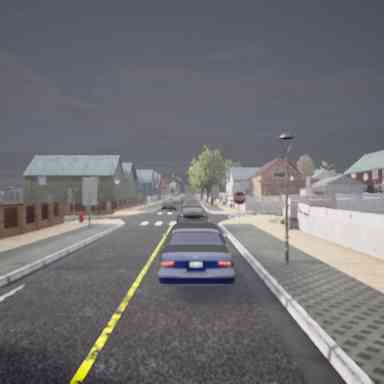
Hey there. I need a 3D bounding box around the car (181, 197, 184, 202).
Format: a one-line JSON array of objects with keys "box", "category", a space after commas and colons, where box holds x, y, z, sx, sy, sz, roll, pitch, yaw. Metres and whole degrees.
[{"box": [-2.835, 1.687, 61.202, 1.812, 1.442, 4.674, 0, 0, 0], "category": "car"}]

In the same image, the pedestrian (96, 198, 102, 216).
[{"box": [-9.709, 1.556, 34.638, 0.375, 1.860, 0.375, 0, 0, 0], "category": "pedestrian"}]

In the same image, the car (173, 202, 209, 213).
[{"box": [-0.018, 1.565, 19.841, 1.837, 1.490, 4.892, 0, 0, -2], "category": "car"}]

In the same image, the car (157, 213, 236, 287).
[{"box": [0.091, 1.577, 9.492, 2.033, 1.411, 5.357, 0, 0, 0], "category": "car"}]

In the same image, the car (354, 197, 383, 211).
[{"box": [15.938, 1.004, 31.895, 4.553, 1.767, 2.097, -2, -1, 0], "category": "car"}]

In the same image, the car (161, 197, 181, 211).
[{"box": [-2.866, 1.665, 42.619, 2.033, 1.411, 5.357, 0, 0, 0], "category": "car"}]

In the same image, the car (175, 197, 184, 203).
[{"box": [-2.788, 1.776, 76.176, 1.895, 1.301, 4.718, 0, 0, 0], "category": "car"}]
